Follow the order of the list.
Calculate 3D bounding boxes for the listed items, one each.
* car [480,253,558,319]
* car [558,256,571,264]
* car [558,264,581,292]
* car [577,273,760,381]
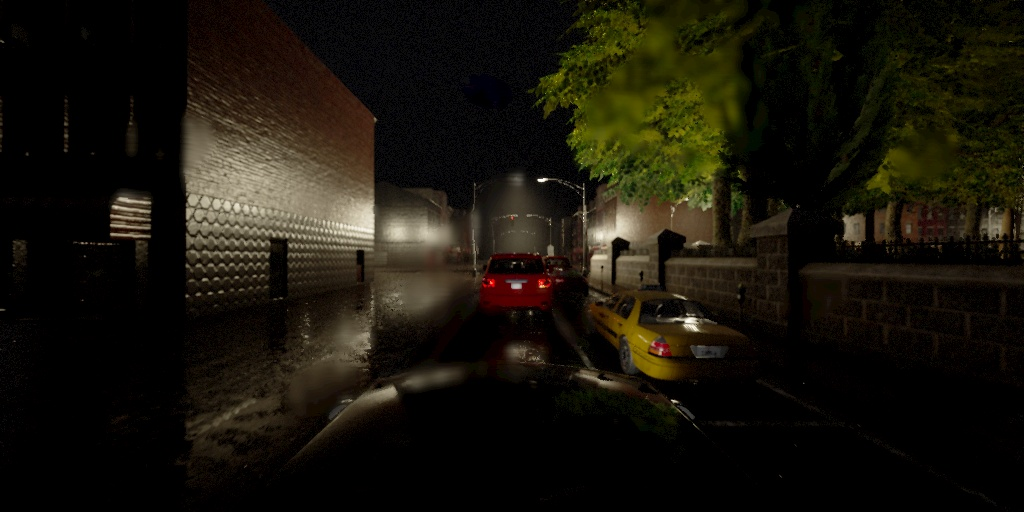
[{"bbox_3d":[0.137,0.895,12.603,2.150,2.045,5.566,0,1,0],"label":"car"},{"bbox_3d":[2.712,0.914,23.316,2.192,1.841,5.009,0,0,0],"label":"car"},{"bbox_3d":[2.693,1.217,17.867,1.802,1.307,4.207,0,0,0],"label":"car"},{"bbox_3d":[2.655,1.236,7.139,1.751,1.417,4.829,0,0,0],"label":"car"}]
